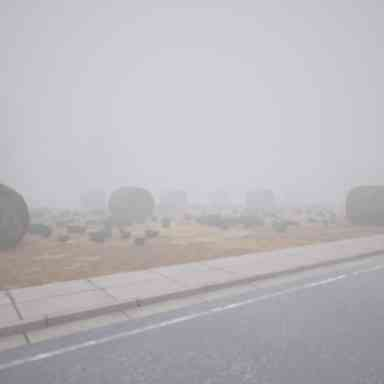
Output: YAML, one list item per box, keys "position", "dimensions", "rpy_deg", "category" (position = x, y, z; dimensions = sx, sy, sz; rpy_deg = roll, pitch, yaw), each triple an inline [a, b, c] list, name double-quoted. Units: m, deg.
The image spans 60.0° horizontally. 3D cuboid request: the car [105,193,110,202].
- position: [-18.096, 1.168, 67.921]
  dimensions: [1.905, 1.878, 3.866]
  rpy_deg: [6, 3, 8]
  category: "car"
